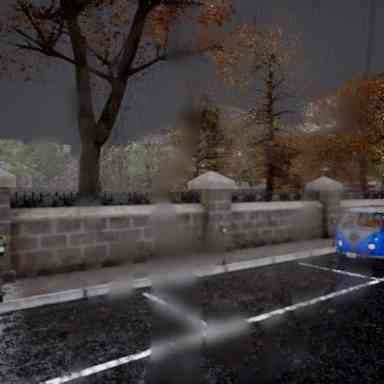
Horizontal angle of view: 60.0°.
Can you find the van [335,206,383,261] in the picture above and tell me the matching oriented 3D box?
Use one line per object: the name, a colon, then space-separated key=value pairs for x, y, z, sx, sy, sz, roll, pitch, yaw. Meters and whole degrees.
van: x=6.498 y=1.374 z=11.199 sx=3.998 sy=1.788 sz=1.690 roll=0 pitch=0 yaw=-35
